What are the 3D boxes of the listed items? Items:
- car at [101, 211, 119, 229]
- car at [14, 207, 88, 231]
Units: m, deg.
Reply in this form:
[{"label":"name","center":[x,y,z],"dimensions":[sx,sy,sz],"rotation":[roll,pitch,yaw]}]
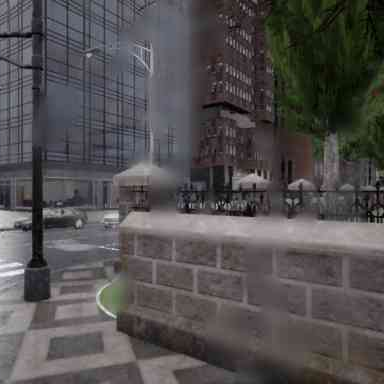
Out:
[{"label":"car","center":[-3.820,1.631,22.031],"dimensions":[1.812,1.442,4.674],"rotation":[0,0,36]},{"label":"car","center":[-8.425,1.632,20.205],"dimensions":[2.008,1.369,4.403],"rotation":[0,-1,36]}]
